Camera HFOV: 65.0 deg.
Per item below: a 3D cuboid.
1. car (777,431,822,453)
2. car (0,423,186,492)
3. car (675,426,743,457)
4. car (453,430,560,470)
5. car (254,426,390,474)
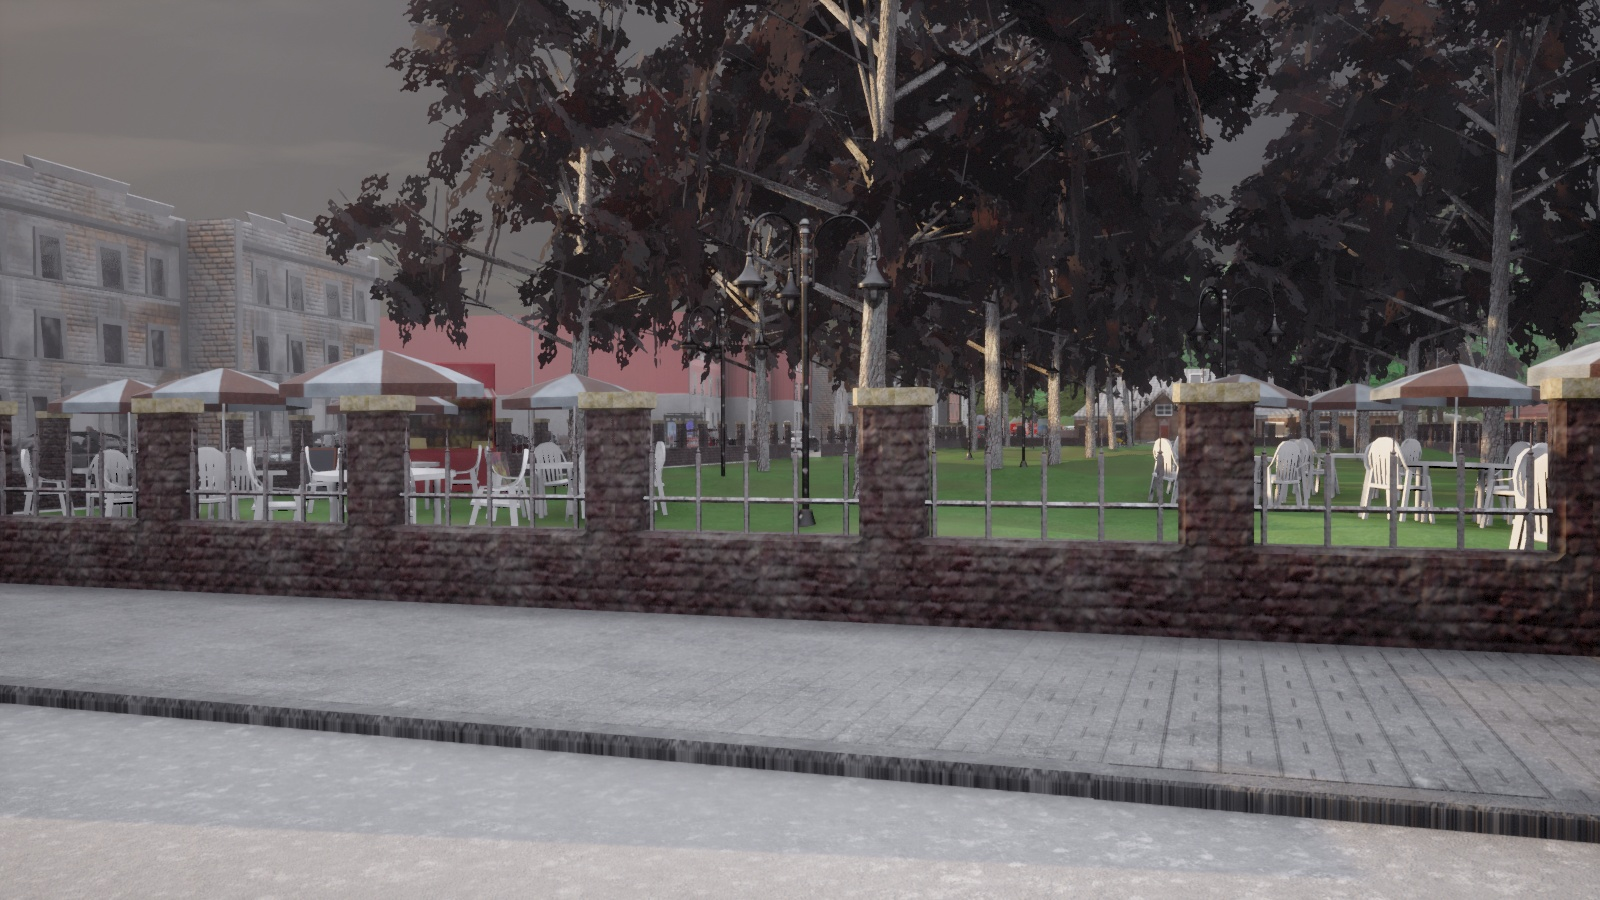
[{"bbox_3d":[-0.002,-0.583,85.850,1.970,1.475,3.806,1,1,19],"label":"car"},{"bbox_3d":[-17.932,0.145,31.993,1.851,1.617,3.988,1,1,18],"label":"car"},{"bbox_3d":[-5.069,-0.482,70.665,2.242,1.667,4.611,1,1,18],"label":"car"},{"bbox_3d":[-11.738,-0.051,50.636,1.882,1.535,5.008,1,1,18],"label":"car"},{"bbox_3d":[-17.449,-0.047,46.132,2.033,1.649,4.856,1,1,18],"label":"car"}]
